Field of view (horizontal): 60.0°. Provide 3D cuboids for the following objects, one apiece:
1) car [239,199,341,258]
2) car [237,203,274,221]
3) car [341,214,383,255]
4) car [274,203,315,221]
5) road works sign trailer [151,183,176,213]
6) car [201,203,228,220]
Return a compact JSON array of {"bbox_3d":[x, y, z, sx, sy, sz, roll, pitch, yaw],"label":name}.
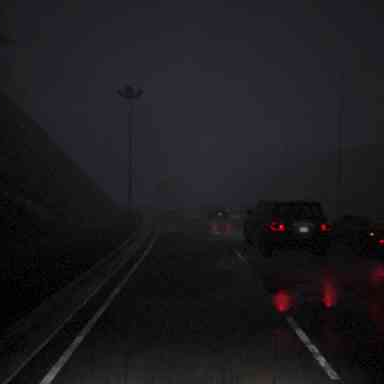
[{"bbox_3d":[3.520,1.303,13.312,2.150,2.045,5.566,0,0,-1],"label":"car"},{"bbox_3d":[5.630,1.747,30.066,1.994,1.385,4.181,0,0,-8],"label":"car"},{"bbox_3d":[7.002,1.609,13.684,1.812,1.442,4.674,0,0,-1],"label":"car"},{"bbox_3d":[9.157,1.746,30.061,1.994,1.385,4.181,0,0,-7],"label":"car"},{"bbox_3d":[-3.391,0.713,40.641,2.380,3.560,2.880,0,0,-16],"label":"road works sign trailer"},{"bbox_3d":[2.044,1.712,30.500,1.812,1.442,4.674,0,0,-8],"label":"car"}]
